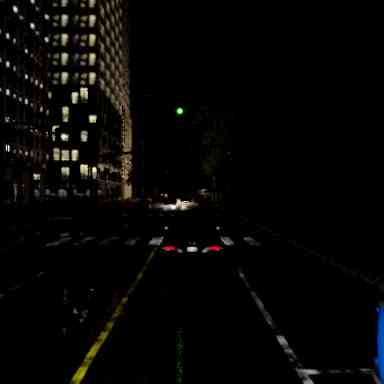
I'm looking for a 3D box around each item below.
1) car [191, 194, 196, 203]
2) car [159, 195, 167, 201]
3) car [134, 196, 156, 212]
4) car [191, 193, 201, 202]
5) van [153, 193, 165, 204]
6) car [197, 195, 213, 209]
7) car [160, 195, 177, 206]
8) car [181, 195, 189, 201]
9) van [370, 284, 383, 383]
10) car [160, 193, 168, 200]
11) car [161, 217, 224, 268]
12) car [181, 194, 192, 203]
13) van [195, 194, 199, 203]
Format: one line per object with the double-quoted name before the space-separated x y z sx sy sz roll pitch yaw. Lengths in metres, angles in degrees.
"car" 1.314 1.499 67.520 1.752 1.417 4.829 0 0 -2
"car" -7.368 1.542 83.625 1.802 1.307 4.206 0 0 -3
"car" -5.756 1.543 39.277 2.008 1.369 4.403 0 0 -1
"car" 0.890 1.279 78.439 2.192 1.841 5.009 0 0 -2
"van" -6.507 1.321 61.449 1.690 1.788 3.998 0 0 -2
"car" 1.986 1.514 45.353 1.752 1.417 4.829 0 0 -1
"car" -3.658 1.548 54.624 1.994 1.385 4.181 0 0 -1
"car" -1.748 1.390 80.120 1.895 1.301 4.718 0 0 -3
"van" 2.563 1.341 1.636 1.690 1.788 3.998 0 0 0
"car" -7.894 1.263 94.707 2.192 1.841 5.009 0 0 -3
"car" 0.007 1.547 11.240 2.033 1.411 5.357 0 0 0
"car" -1.344 1.320 70.054 2.097 1.767 4.553 0 0 -2
"van" 1.846 1.327 50.725 1.690 1.788 3.998 0 0 -2
